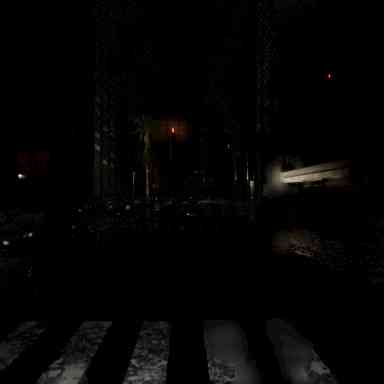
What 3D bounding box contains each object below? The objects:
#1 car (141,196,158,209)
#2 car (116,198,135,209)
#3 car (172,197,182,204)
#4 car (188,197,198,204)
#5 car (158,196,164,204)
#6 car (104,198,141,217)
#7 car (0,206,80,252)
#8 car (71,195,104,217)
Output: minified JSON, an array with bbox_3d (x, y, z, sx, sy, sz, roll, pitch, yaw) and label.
[{"bbox_3d":[-6.537,1.607,48.220,1.882,1.535,5.008,0,-1,0],"label":"car"},{"bbox_3d":[-9.782,1.611,49.263,1.882,1.535,5.008,0,0,0],"label":"car"},{"bbox_3d":[-3.075,1.789,69.914,1.994,1.385,4.181,0,0,0],"label":"car"},{"bbox_3d":[0.175,1.790,69.936,1.994,1.385,4.181,0,0,0],"label":"car"},{"bbox_3d":[-6.431,1.482,63.845,1.882,1.535,5.008,0,0,0],"label":"car"},{"bbox_3d":[-6.564,1.423,31.962,2.097,1.767,4.553,0,0,0],"label":"car"},{"bbox_3d":[-6.585,1.545,14.102,1.812,1.442,4.674,0,0,0],"label":"car"},{"bbox_3d":[-9.804,1.293,31.940,2.150,2.045,5.566,0,0,1],"label":"car"}]
